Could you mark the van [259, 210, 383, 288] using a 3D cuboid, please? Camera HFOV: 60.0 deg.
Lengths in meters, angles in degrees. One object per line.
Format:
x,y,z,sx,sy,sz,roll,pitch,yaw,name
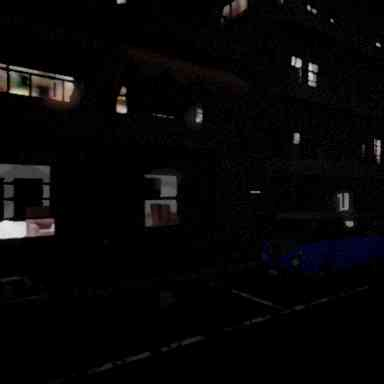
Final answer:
3.647,1.418,9.165,3.998,1.788,1.690,1,-1,-35,van
